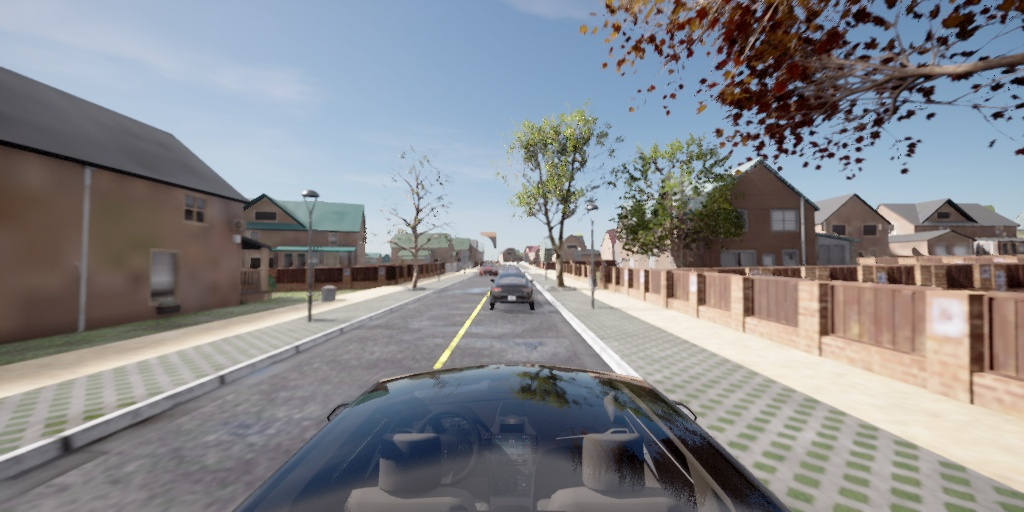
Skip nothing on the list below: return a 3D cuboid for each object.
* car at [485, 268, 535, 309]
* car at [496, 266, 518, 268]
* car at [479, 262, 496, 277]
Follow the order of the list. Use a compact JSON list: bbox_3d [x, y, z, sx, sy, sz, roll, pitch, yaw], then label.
[{"bbox_3d":[0.012,1.436,15.750,1.812,1.442,4.674,0,0,0],"label":"car"},{"bbox_3d":[-0.009,1.616,29.418,2.033,1.411,5.357,0,-1,0],"label":"car"},{"bbox_3d":[-2.798,1.580,43.513,2.097,1.767,4.553,0,-1,0],"label":"car"}]
